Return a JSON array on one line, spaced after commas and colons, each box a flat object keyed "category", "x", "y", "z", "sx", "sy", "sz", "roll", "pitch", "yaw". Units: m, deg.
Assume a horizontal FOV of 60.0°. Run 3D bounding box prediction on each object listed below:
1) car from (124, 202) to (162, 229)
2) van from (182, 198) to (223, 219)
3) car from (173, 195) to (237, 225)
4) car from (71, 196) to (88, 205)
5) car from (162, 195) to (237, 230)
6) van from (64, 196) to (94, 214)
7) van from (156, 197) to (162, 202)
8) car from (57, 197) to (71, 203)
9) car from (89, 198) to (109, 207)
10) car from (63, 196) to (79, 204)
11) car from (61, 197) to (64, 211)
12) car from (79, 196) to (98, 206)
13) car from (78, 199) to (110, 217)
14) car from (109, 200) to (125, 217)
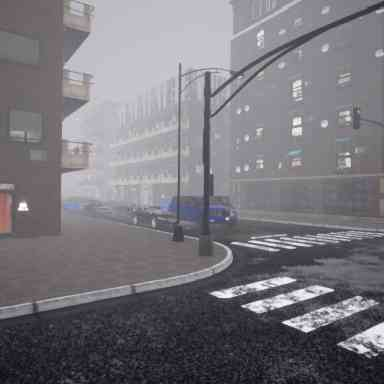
[{"category": "car", "x": -2.402, "y": 1.540, "z": 21.630, "sx": 2.008, "sy": 1.369, "sz": 4.403, "roll": 1, "pitch": -1, "yaw": -35}, {"category": "van", "x": 0.893, "y": 1.439, "z": 30.717, "sx": 1.690, "sy": 1.788, "sz": 3.998, "roll": 1, "pitch": -1, "yaw": -35}, {"category": "car", "x": 0.875, "y": 1.290, "z": 26.157, "sx": 2.150, "sy": 2.045, "sz": 5.566, "roll": 1, "pitch": -1, "yaw": -34}, {"category": "car", "x": -21.398, "y": 1.606, "z": 62.913, "sx": 1.967, "sy": 1.590, "sz": 4.097, "roll": 1, "pitch": -1, "yaw": -35}, {"category": "car", "x": 0.507, "y": 1.240, "z": 21.766, "sx": 2.150, "sy": 2.045, "sz": 5.566, "roll": 1, "pitch": -1, "yaw": -35}, {"category": "van", "x": -11.954, "y": 1.361, "z": 35.431, "sx": 1.690, "sy": 1.788, "sz": 3.998, "roll": 1, "pitch": -1, "yaw": -35}, {"category": "van", "x": -2.291, "y": 1.450, "z": 35.316, "sx": 1.690, "sy": 1.788, "sz": 3.998, "roll": 1, "pitch": -1, "yaw": -35}, {"category": "car", "x": -27.768, "y": 1.727, "z": 72.111, "sx": 1.887, "sy": 1.381, "sz": 4.507, "roll": 1, "pitch": -1, "yaw": -35}, {"category": "car", "x": -15.030, "y": 1.730, "z": 53.713, "sx": 1.802, "sy": 1.307, "sz": 4.206, "roll": 1, "pitch": -1, "yaw": -35}, {"category": "car", "x": -24.582, "y": 1.614, "z": 67.512, "sx": 1.967, "sy": 1.590, "sz": 4.097, "roll": 1, "pitch": -1, "yaw": -35}, {"category": "car", "x": -15.140, "y": 1.581, "z": 40.029, "sx": 2.008, "sy": 1.369, "sz": 4.403, "roll": 1, "pitch": -1, "yaw": -35}, {"category": "car", "x": -18.214, "y": 1.597, "z": 58.313, "sx": 1.967, "sy": 1.590, "sz": 4.097, "roll": 1, "pitch": -1, "yaw": -35}, {"category": "car", "x": -8.772, "y": 1.592, "z": 30.829, "sx": 1.802, "sy": 1.307, "sz": 4.206, "roll": 1, "pitch": -1, "yaw": -35}, {"category": "car", "x": -5.561, "y": 1.638, "z": 30.517, "sx": 1.895, "sy": 1.301, "sz": 4.718, "roll": 1, "pitch": -1, "yaw": -35}]
